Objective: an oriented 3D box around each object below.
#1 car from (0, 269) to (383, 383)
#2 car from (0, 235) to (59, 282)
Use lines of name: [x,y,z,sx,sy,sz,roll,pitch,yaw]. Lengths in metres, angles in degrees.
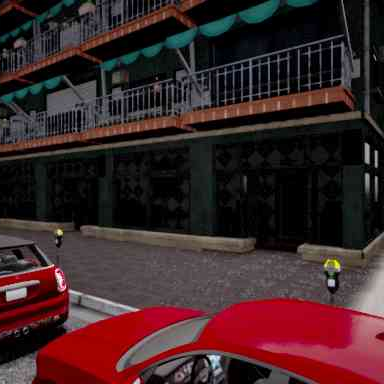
car: [0.592,1.545,2.455,4.507,1.381,1.887,0,0,35]
car: [-4.000,1.440,5.725,4.097,1.590,1.967,0,0,35]
